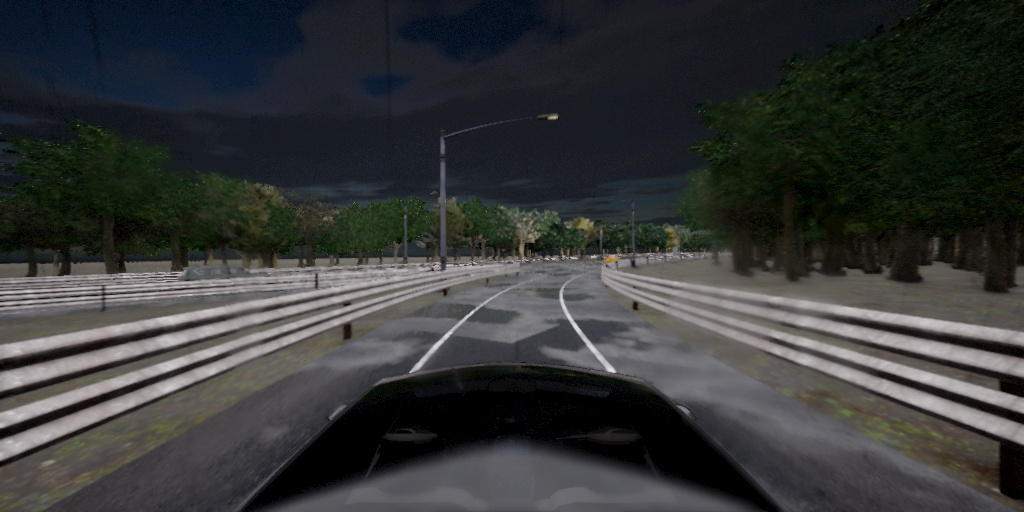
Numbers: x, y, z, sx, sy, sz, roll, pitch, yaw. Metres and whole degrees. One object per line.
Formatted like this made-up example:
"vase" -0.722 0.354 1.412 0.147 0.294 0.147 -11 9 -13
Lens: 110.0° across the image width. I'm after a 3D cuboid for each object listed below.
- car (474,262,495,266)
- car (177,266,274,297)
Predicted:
"car" -3.046 1.494 46.878 1.882 1.535 5.008 0 1 41
"car" -20.994 1.744 26.551 2.150 2.045 5.566 0 1 41
